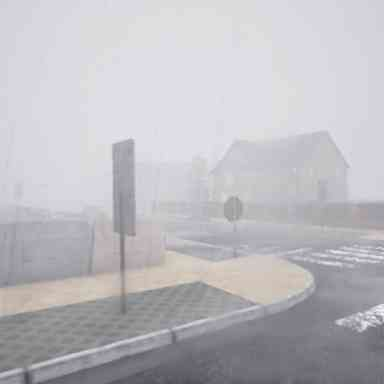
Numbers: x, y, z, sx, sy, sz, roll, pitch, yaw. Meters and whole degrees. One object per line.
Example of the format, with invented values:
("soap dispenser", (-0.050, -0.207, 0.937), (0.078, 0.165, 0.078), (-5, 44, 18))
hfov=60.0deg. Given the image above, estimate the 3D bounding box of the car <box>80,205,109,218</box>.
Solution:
("car", (-10.050, 2.123, 34.081), (1.837, 1.490, 4.892), (-1, 0, -34))
